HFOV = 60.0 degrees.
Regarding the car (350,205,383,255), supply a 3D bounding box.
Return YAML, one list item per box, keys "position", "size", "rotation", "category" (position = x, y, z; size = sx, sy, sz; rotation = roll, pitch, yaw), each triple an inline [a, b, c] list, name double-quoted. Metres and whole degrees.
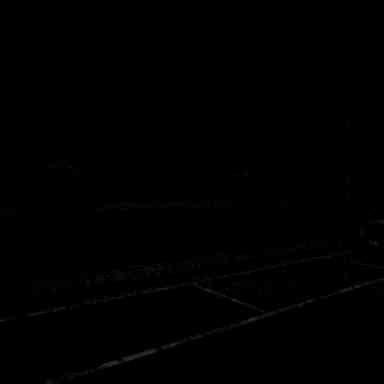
- position: [7.844, 1.306, 12.130]
  size: [5.009, 1.841, 2.192]
  rotation: [0, 0, -36]
  category: "car"
